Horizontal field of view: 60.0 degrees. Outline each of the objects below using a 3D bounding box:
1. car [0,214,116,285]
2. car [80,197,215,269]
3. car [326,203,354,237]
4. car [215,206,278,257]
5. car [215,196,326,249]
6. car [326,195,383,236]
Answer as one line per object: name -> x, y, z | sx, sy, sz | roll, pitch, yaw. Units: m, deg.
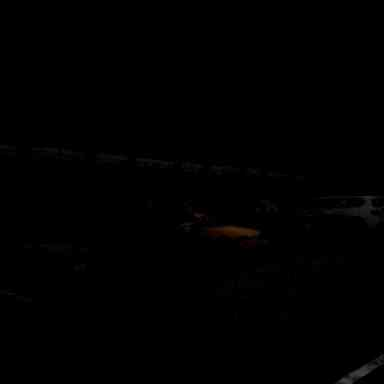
car -> -4.735, 1.515, 9.600 | 4.792, 1.488, 2.163 | -1, -1, 35
car -> -2.327, 1.234, 11.392 | 5.566, 2.045, 2.435 | -1, 0, 34
car -> 5.084, 1.483, 16.622 | 4.892, 1.521, 2.231 | -1, -1, 35
car -> 0.316, 1.479, 13.026 | 5.366, 1.575, 1.946 | -1, -1, 34
car -> 2.644, 1.232, 14.864 | 5.566, 2.045, 2.435 | -1, -1, 35
car -> 7.516, 1.230, 18.414 | 5.566, 2.045, 2.435 | -1, -1, 34
